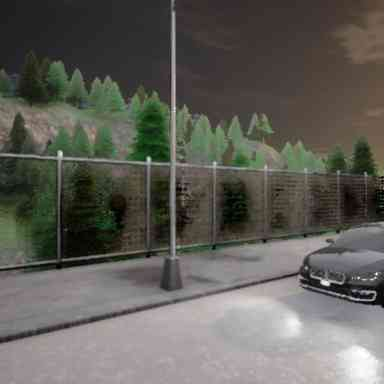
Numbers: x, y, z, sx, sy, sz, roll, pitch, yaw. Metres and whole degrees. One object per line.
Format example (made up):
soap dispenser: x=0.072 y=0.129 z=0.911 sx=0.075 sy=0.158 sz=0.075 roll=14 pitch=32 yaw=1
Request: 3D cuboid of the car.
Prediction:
car: x=4.560 y=1.513 z=7.846 sx=4.892 sy=1.490 sz=1.837 roll=0 pitch=0 yaw=-35
